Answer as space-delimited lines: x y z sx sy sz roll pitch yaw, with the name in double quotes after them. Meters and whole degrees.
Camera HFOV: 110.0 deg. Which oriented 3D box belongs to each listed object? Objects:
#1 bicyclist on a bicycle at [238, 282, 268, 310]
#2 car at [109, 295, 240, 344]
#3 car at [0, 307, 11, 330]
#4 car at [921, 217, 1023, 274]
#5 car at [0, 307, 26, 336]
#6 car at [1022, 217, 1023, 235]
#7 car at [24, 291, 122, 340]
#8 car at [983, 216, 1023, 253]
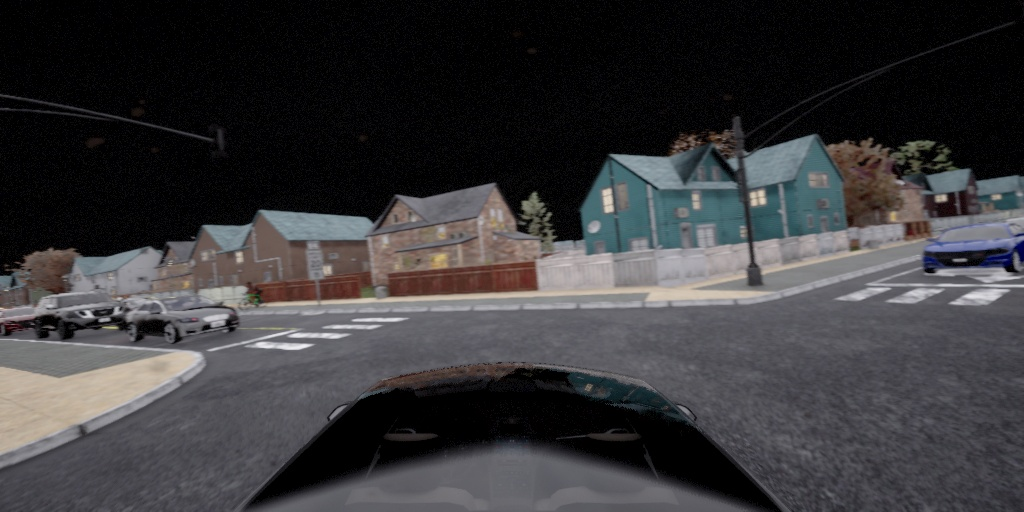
-15.369 2.339 21.289 0.582 1.620 1.656 -5 0 26 "bicyclist on a bicycle"
-12.195 2.239 13.229 4.902 1.511 2.128 -5 0 26 "car"
-39.514 4.795 26.610 5.008 1.535 1.882 -6 0 26 "car"
15.970 -0.356 12.249 5.008 1.535 1.882 -6 -1 -28 "car"
-29.989 3.888 21.922 5.008 1.535 1.882 -5 0 26 "car"
32.113 -1.840 21.040 4.718 1.301 1.895 -6 -1 -28 "car"
-21.062 2.791 17.544 5.566 2.045 2.150 -5 0 26 "car"
23.999 -1.108 16.648 4.674 1.442 1.812 -6 -1 -28 "car"
